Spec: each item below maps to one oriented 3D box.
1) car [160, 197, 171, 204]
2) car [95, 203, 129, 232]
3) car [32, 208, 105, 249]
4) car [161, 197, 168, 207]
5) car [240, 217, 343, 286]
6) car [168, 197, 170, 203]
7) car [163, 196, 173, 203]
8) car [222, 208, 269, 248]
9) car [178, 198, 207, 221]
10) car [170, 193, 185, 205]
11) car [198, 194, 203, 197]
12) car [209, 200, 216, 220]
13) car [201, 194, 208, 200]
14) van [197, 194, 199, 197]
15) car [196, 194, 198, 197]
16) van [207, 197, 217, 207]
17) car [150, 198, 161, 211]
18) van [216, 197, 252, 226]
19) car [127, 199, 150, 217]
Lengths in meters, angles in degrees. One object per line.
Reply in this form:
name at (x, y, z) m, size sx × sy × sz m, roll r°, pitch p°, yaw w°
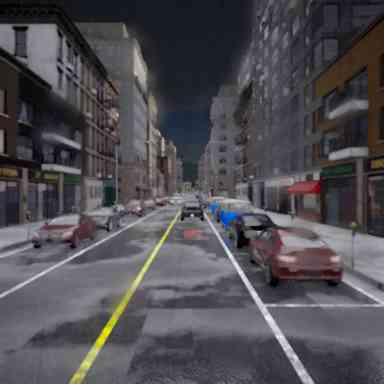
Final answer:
car at (-5.461, 1.667, 69.764) m, size 1.887 × 1.381 × 4.507 m, roll 0°, pitch 0°, yaw 0°
car at (-5.407, 1.575, 20.165) m, size 2.008 × 1.369 × 4.403 m, roll 0°, pitch 0°, yaw 0°
car at (-5.401, 1.599, 14.654) m, size 1.802 × 1.307 × 4.206 m, roll 0°, pitch 0°, yaw 0°
car at (-5.443, 1.634, 53.230) m, size 1.887 × 1.381 × 4.507 m, roll 0°, pitch 0°, yaw 0°
car at (2.630, 1.590, 9.153) m, size 1.802 × 1.307 × 4.206 m, roll 0°, pitch 0°, yaw 0°
car at (-5.449, 1.682, 58.741) m, size 1.802 × 1.307 × 4.206 m, roll 0°, pitch 0°, yaw 0°
car at (-5.467, 1.698, 75.274) m, size 1.947 × 1.339 × 4.313 m, roll 0°, pitch 0°, yaw 0°
car at (2.623, 1.580, 14.664) m, size 1.947 × 1.339 × 4.313 m, roll 0°, pitch 0°, yaw 0°
car at (0.035, 1.542, 27.798) m, size 1.837 × 1.490 × 4.892 m, roll 0°, pitch 0°, yaw 0°
car at (-2.818, 1.326, 60.788) m, size 2.150 × 2.045 × 5.566 m, roll 0°, pitch 0°, yaw 0°
car at (2.576, 1.538, 58.750) m, size 1.967 × 1.590 × 4.097 m, roll 0°, pitch 0°, yaw 0°
car at (2.611, 1.582, 25.685) m, size 2.008 × 1.369 × 4.403 m, roll 0°, pitch 0°, yaw 0°
car at (2.587, 1.516, 47.728) m, size 1.967 × 1.590 × 4.097 m, roll 0°, pitch 0°, yaw 0°
van at (2.564, 1.461, 69.772) m, size 1.690 × 1.788 × 3.998 m, roll 0°, pitch 0°, yaw 0°
car at (2.558, 1.445, 75.284) m, size 2.192 × 1.841 × 5.009 m, roll 0°, pitch 0°, yaw 0°
van at (2.605, 1.383, 31.196) m, size 1.690 × 1.788 × 3.998 m, roll 0°, pitch 0°, yaw 0°
car at (-5.432, 1.617, 42.208) m, size 2.008 × 1.369 × 4.403 m, roll 0°, pitch 0°, yaw 0°
van at (2.617, 1.363, 20.174) m, size 1.690 × 1.788 × 3.998 m, roll 0°, pitch 0°, yaw 0°
car at (-5.420, 1.484, 31.187) m, size 1.967 × 1.590 × 4.097 m, roll 0°, pitch 0°, yaw 0°
